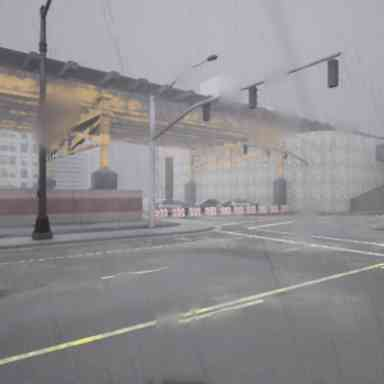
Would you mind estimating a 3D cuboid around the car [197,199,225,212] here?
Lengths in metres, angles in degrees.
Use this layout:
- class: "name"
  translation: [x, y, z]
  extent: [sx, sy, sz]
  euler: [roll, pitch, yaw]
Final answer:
- class: "car"
  translation: [2.089, 1.356, 35.704]
  extent: [1.853, 1.218, 4.536]
  euler: [0, 0, 18]

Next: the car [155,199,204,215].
- class: "car"
  translation: [-1.673, 1.501, 32.971]
  extent: [4.974, 1.542, 2.038]
  euler: [0, 0, 8]

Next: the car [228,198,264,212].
- class: "car"
  translation: [5.934, 1.371, 39.406]
  extent: [4.536, 1.218, 1.853]
  euler: [0, 0, -7]

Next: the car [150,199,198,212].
- class: "car"
  translation: [-1.724, 1.344, 32.978]
  extent: [4.536, 1.218, 1.853]
  euler: [0, 0, 8]

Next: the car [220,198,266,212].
- class: "car"
  translation: [5.985, 1.529, 39.412]
  extent: [4.974, 1.542, 2.038]
  euler: [0, 0, -7]

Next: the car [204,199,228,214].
- class: "car"
  translation: [2.073, 1.514, 35.654]
  extent: [2.038, 1.542, 4.974]
  euler: [0, 0, 18]
